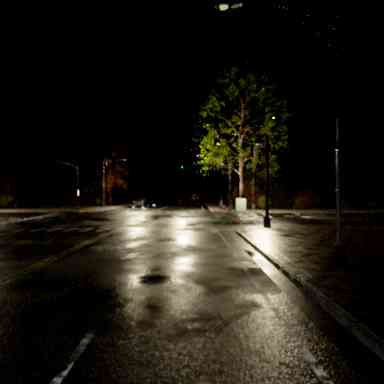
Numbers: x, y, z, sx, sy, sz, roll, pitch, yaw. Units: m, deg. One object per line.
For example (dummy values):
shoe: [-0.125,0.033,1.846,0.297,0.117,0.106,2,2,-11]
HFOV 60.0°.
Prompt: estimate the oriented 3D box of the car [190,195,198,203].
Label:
car: [0.646,1.761,90.070,2.150,2.045,5.566,0,0,1]

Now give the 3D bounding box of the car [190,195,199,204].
car: [0.486,1.929,80.008,2.097,1.767,4.553,0,0,1]

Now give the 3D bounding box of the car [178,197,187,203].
car: [-2.604,2.061,90.090,2.128,1.511,4.902,0,0,1]

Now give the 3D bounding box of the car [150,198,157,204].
car: [-9.319,2.032,76.572,1.882,1.535,5.008,0,0,1]

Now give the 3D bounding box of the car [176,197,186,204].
car: [-2.770,2.110,79.672,2.033,1.411,5.357,0,0,1]

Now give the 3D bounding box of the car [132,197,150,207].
car: [-9.591,1.806,61.291,2.097,1.767,4.553,0,0,1]
